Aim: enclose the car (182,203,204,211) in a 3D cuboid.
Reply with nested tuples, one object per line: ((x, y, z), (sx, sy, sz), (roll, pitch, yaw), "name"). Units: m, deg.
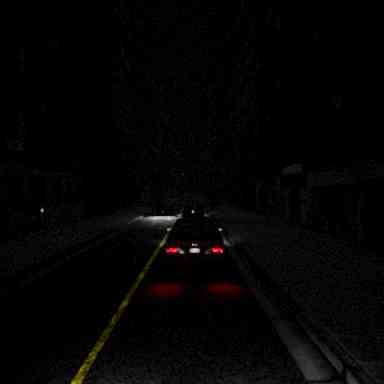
((0.089, 1.712, 31.244), (1.994, 1.385, 4.181), (0, 0, 0), "car")

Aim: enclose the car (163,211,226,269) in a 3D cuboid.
((0.084, 1.603, 11.285), (2.033, 1.411, 5.357), (0, 0, 0), "car")

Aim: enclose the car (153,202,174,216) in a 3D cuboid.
((-2.848, 1.725, 34.071), (1.994, 1.385, 4.181), (0, 0, 0), "car")
